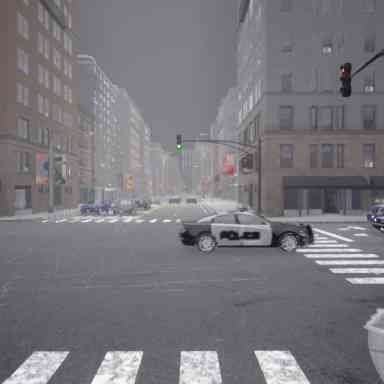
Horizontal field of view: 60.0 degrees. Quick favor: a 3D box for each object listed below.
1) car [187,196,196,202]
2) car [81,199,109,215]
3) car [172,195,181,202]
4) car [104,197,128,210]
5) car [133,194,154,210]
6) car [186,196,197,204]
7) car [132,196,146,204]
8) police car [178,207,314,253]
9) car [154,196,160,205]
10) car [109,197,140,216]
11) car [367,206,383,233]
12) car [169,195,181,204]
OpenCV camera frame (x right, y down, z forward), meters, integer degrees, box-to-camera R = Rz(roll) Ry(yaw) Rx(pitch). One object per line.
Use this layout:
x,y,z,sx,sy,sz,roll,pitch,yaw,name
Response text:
-0.094,1.542,73.175,1.994,1.385,4.181,0,0,0,car
-9.879,1.484,34.193,1.882,1.535,5.008,0,0,0,car
-3.344,1.467,73.171,1.882,1.535,5.008,0,0,0,car
-9.894,1.504,43.770,2.128,1.511,4.902,0,0,0,car
-6.645,1.235,43.045,2.150,2.045,5.566,0,0,0,car
-0.081,1.511,62.725,1.882,1.535,5.008,0,0,0,car
-9.883,1.540,62.601,1.837,1.490,4.892,0,-1,0,car
2.053,1.421,13.125,5.238,1.638,1.930,0,0,0,police car
-6.641,1.521,58.517,2.128,1.511,4.902,0,0,0,car
-6.635,1.531,33.306,1.812,1.442,4.674,0,0,-2,car
11.630,1.524,16.506,4.718,1.301,1.895,0,0,-1,car
-3.331,1.511,62.754,1.882,1.535,5.008,0,0,0,car
